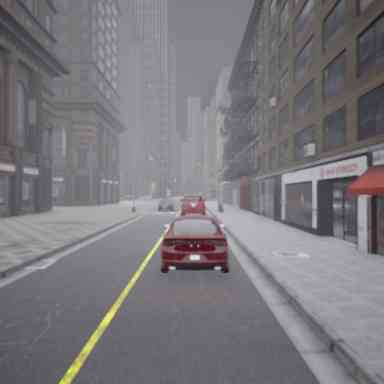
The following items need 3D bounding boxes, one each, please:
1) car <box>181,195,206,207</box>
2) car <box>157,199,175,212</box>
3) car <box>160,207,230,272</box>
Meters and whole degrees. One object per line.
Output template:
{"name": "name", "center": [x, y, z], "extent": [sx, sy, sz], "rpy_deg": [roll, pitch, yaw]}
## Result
{"name": "car", "center": [0.127, 1.254, 30.925], "extent": [2.150, 2.045, 5.566], "rpy_deg": [0, 0, 0]}
{"name": "car", "center": [-3.053, 1.566, 39.923], "extent": [1.837, 1.490, 4.892], "rpy_deg": [0, 0, 0]}
{"name": "car", "center": [0.091, 1.484, 10.841], "extent": [1.882, 1.535, 5.008], "rpy_deg": [0, 0, 0]}
